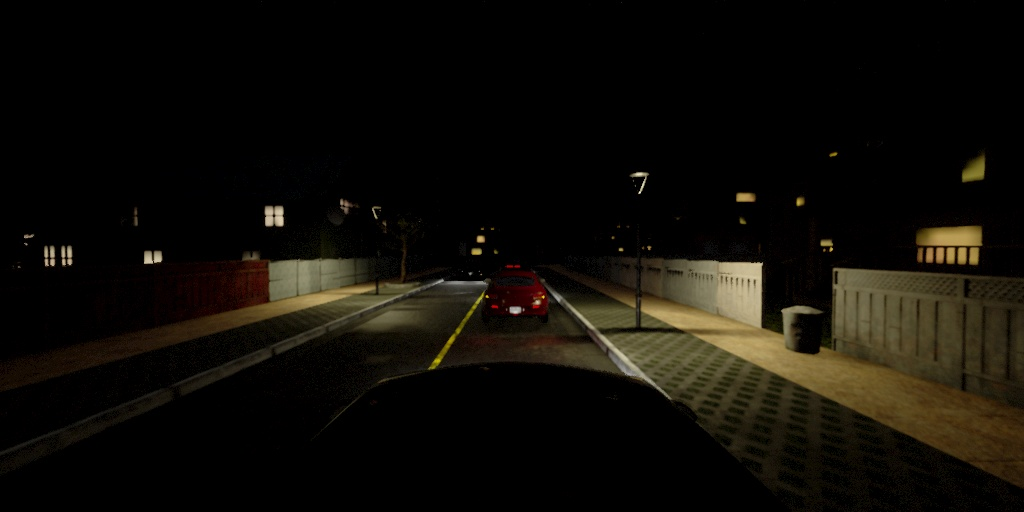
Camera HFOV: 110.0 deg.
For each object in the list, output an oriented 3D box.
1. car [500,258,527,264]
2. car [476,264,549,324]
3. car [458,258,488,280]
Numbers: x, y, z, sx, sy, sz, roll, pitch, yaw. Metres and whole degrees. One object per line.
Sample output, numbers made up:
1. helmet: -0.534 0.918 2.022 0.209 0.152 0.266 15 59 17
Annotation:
1. car: 0.127 0.901 28.328 1.837 1.490 4.892 0 1 0
2. car: 0.096 1.142 11.246 1.812 1.442 4.674 0 1 0
3. car: -2.808 0.923 26.618 1.837 1.490 4.892 0 1 0
